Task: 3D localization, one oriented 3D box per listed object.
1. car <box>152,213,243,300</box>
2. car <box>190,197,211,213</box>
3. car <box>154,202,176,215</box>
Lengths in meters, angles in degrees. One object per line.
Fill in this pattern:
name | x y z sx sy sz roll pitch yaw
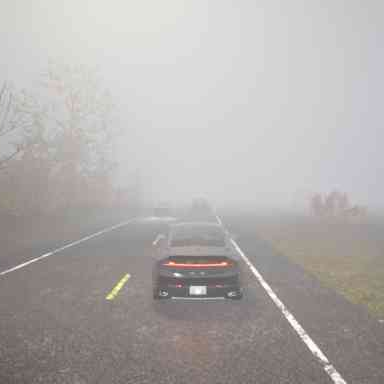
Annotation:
car | 0.137 1.508 8.369 1.837 1.490 4.892 0 0 1
car | 0.985 1.381 37.446 2.097 1.767 4.553 0 0 4
car | -2.776 1.671 34.520 1.895 1.301 4.718 0 0 3
